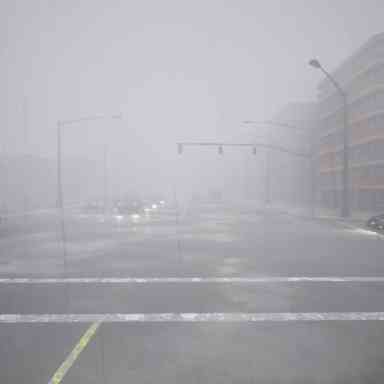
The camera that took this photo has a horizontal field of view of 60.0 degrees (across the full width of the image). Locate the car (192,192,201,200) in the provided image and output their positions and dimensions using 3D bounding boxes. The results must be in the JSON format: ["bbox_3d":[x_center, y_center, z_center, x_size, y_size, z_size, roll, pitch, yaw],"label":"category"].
[{"bbox_3d":[0.880,0.959,65.843,1.895,1.301,4.718,0,1,0],"label":"car"}]

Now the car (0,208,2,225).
[{"bbox_3d":[-13.268,1.208,17.810,5.566,2.045,2.150,-1,0,-1],"label":"car"}]

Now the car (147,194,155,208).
[{"bbox_3d":[-6.293,1.277,43.453,1.812,1.442,4.674,0,1,0],"label":"car"}]

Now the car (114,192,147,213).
[{"bbox_3d":[-6.323,1.226,34.571,2.097,1.767,4.553,0,1,0],"label":"car"}]

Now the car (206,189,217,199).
[{"bbox_3d":[4.412,0.428,75.716,2.150,2.045,5.566,0,1,0],"label":"car"}]

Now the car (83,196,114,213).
[{"bbox_3d":[-9.821,1.225,34.915,2.097,1.767,4.553,0,1,0],"label":"car"}]

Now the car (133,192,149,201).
[{"bbox_3d":[-9.679,0.896,63.252,2.128,1.511,4.902,0,1,1],"label":"car"}]

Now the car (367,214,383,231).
[{"bbox_3d":[12.098,1.561,18.454,4.181,1.385,1.994,0,0,2],"label":"car"}]

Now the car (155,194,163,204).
[{"bbox_3d":[-6.257,1.078,52.733,2.128,1.511,4.902,0,1,0],"label":"car"}]

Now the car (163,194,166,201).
[{"bbox_3d":[-6.176,0.997,63.724,1.895,1.301,4.718,0,1,1],"label":"car"}]

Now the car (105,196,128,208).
[{"bbox_3d":[-9.793,1.314,43.557,1.994,1.385,4.181,0,1,0],"label":"car"}]

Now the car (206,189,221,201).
[{"bbox_3d":[4.478,0.593,65.100,2.150,2.045,5.566,0,1,0],"label":"car"}]

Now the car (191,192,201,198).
[{"bbox_3d":[0.912,0.649,75.820,2.033,1.411,5.357,0,1,0],"label":"car"}]
